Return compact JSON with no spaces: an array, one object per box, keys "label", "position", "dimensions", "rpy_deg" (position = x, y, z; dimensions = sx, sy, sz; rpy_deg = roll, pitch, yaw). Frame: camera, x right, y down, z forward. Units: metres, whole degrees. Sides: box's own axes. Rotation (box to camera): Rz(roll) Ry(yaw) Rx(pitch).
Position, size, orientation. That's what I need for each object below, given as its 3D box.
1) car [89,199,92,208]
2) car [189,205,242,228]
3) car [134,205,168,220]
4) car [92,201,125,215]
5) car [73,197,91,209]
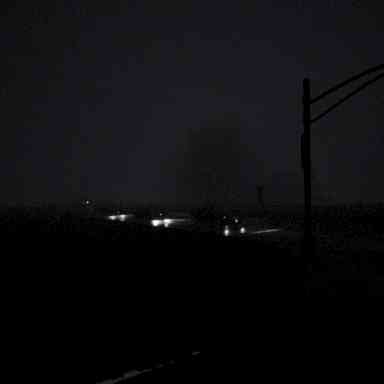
[{"label":"car","position":[-14.369,2.153,53.812],"dimensions":[2.128,1.511,4.902],"rpy_deg":[-1,0,-35]},{"label":"car","position":[1.662,1.771,25.126],"dimensions":[2.128,1.511,4.902],"rpy_deg":[-1,0,-36]},{"label":"car","position":[-4.168,1.981,33.243],"dimensions":[1.994,1.385,4.181],"rpy_deg":[-1,0,-37]},{"label":"car","position":[-10.315,2.110,41.843],"dimensions":[2.033,1.411,5.357],"rpy_deg":[-1,0,-35]},{"label":"car","position":[-20.425,2.028,62.250],"dimensions":[2.150,2.045,5.566],"rpy_deg":[-1,0,-36]}]
